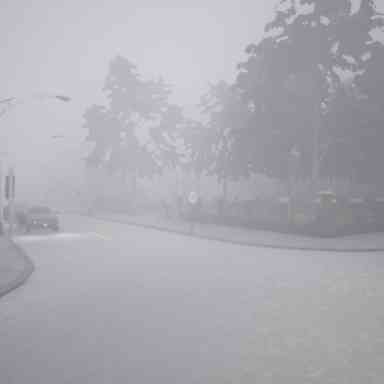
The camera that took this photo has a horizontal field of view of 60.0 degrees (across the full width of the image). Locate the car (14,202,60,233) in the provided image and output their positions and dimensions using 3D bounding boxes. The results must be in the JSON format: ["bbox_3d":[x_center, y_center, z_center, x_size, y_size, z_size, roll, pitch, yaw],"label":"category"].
[{"bbox_3d":[-9.592,1.620,20.701,1.837,1.490,4.892,0,0,-34],"label":"car"}]

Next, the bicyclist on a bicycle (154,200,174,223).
[{"bbox_3d":[-2.050,1.448,24.531,1.656,1.620,0.582,0,0,-34],"label":"bicyclist on a bicycle"}]

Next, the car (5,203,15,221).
[{"bbox_3d":[-14.769,1.641,28.400,1.882,1.535,5.008,0,0,-34],"label":"car"}]
